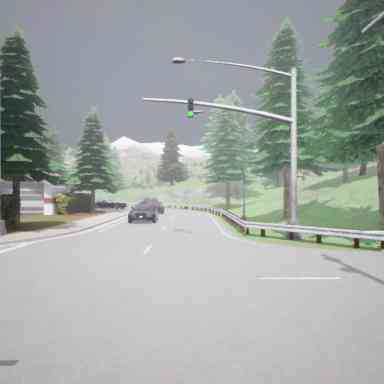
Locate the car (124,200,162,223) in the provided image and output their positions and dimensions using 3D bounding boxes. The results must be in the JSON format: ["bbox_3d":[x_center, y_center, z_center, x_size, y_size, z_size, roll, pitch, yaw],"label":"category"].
[{"bbox_3d":[-3.650,1.564,25.431,1.994,1.385,4.181,0,0,-1],"label":"car"}]

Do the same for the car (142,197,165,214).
[{"bbox_3d":[-4.355,1.352,35.232,2.097,1.767,4.553,0,0,-18],"label":"car"}]

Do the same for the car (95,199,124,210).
[{"bbox_3d":[-10.827,1.608,43.056,4.718,1.301,1.895,0,0,15],"label":"car"}]
